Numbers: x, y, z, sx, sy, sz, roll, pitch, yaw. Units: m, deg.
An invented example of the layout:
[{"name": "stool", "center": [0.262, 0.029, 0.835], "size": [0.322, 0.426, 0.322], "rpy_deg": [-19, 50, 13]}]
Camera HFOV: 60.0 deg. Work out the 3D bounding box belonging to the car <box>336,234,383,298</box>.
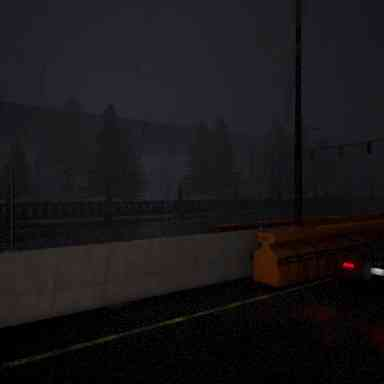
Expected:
[{"name": "car", "center": [5.532, 1.547, 7.693], "size": [5.357, 1.411, 2.033], "rpy_deg": [0, 0, -36]}]
